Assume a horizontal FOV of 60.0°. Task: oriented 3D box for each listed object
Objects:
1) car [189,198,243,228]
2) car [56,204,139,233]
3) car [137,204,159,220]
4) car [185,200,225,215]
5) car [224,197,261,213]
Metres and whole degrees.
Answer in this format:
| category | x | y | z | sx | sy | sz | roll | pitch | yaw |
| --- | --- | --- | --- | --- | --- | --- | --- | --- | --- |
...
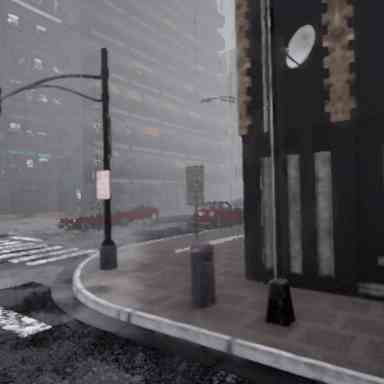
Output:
| category | x | y | z | sx | sy | sz | roll | pitch | yaw |
| --- | --- | --- | --- | --- | --- | --- | --- | --- | --- |
| car | 1.657 | 1.302 | 20.702 | 1.967 | 1.590 | 4.097 | -2 | 0 | 36 |
| car | -5.804 | 1.671 | 20.461 | 1.895 | 1.301 | 4.718 | -2 | -1 | 36 |
| car | -4.560 | 1.644 | 26.736 | 1.887 | 1.381 | 4.507 | -1 | 0 | 36 |
| car | 1.454 | 1.566 | 34.854 | 2.008 | 1.369 | 4.403 | -1 | 0 | 36 |
| car | 5.566 | 1.417 | 36.108 | 1.837 | 1.490 | 4.892 | -2 | -1 | 36 |
